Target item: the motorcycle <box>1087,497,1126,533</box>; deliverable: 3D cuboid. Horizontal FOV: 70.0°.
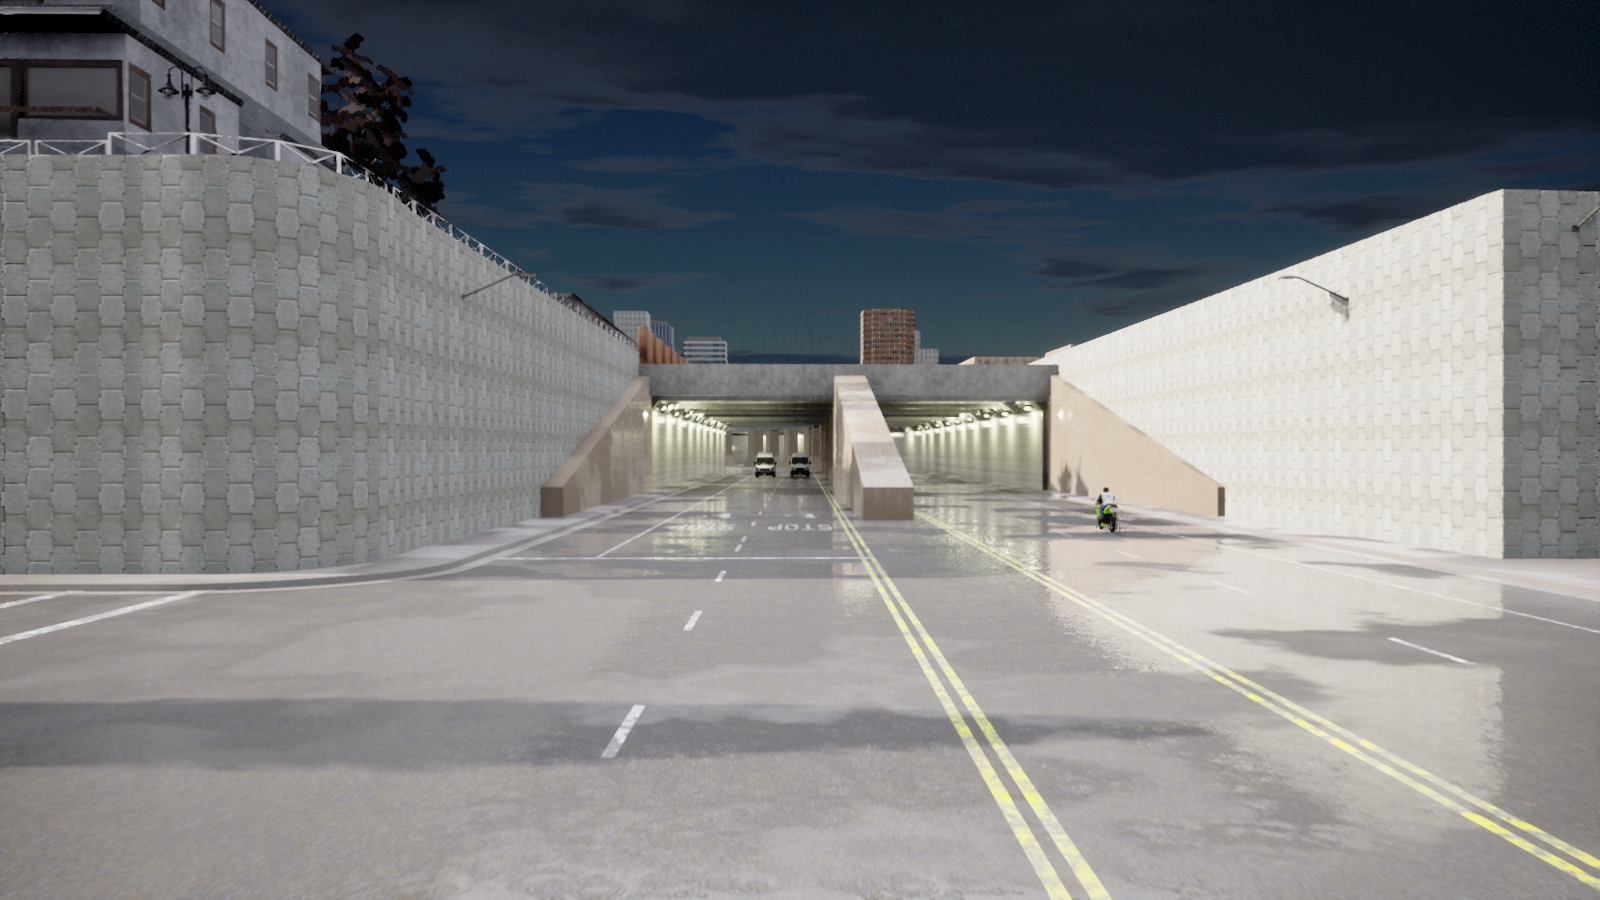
[{"bbox_3d":[10.481,2.207,39.108,0.803,1.145,2.033,0,0,0],"label":"motorcycle"}]
